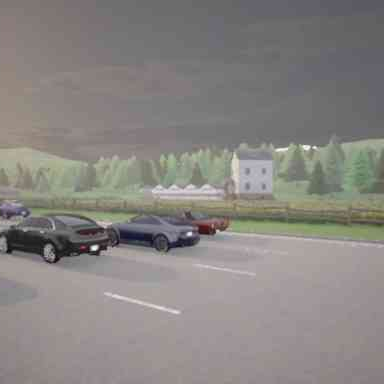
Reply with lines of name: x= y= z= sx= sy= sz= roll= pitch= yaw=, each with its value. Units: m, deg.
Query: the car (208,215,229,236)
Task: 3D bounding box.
car: x=-0.560 y=1.595 z=17.228 sx=4.718 sy=1.301 sz=1.895 roll=0 pitch=0 yaw=35

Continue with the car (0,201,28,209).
car: x=-15.162 y=1.502 z=27.542 sx=4.674 sy=1.442 sz=1.812 roll=0 pitch=0 yaw=35

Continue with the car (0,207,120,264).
car: x=-5.029 y=1.496 z=11.815 sx=4.892 sy=1.490 sz=1.837 roll=0 pitch=0 yaw=35

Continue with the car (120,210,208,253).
car: x=-1.722 y=1.558 z=13.764 sx=4.181 sy=1.385 sz=1.994 roll=0 pitch=0 yaw=35

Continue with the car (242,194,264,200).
car: x=13.476 y=1.203 z=73.465 sx=4.605 sy=1.855 sz=1.932 roll=0 pitch=0 yaw=35

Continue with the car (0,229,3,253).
car: x=-7.339 y=1.554 z=9.163 sx=4.181 sy=1.385 sz=1.994 roll=0 pitch=0 yaw=35
